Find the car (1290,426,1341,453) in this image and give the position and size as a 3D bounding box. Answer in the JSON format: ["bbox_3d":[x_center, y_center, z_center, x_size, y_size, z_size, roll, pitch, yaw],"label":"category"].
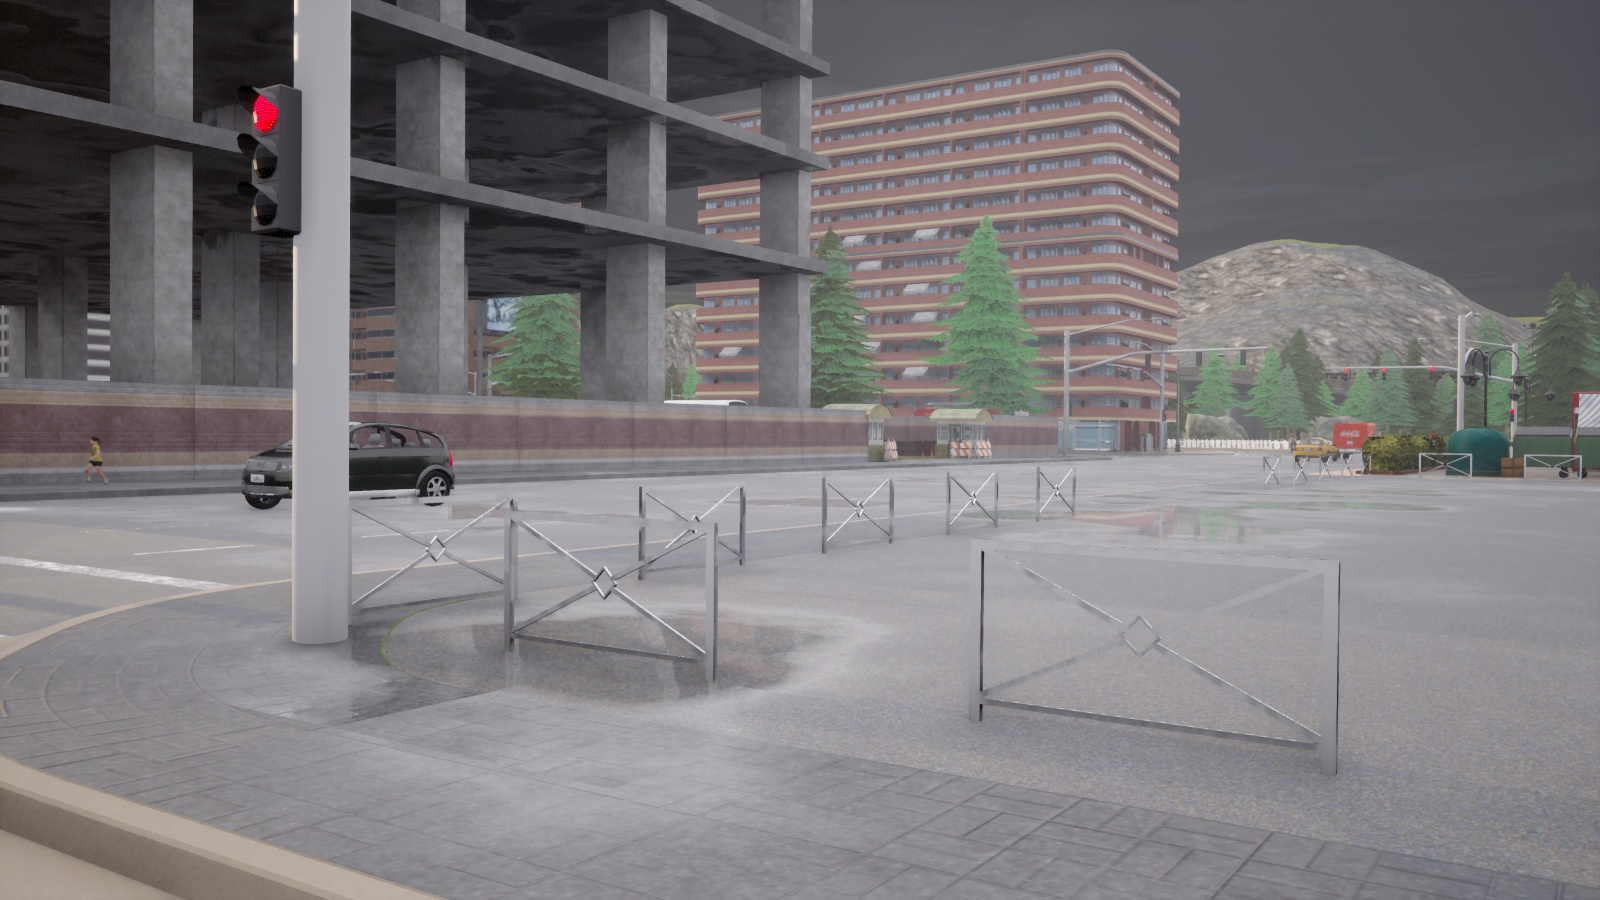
[{"bbox_3d":[30.948,-0.652,75.303,1.801,1.575,5.366,0,1,33],"label":"car"}]

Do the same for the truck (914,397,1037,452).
[{"bbox_3d":[12.721,-1.797,91.465,8.468,3.827,2.891,0,1,34],"label":"truck"}]

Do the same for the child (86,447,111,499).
[{"bbox_3d":[-15.178,0.483,27.169,0.255,1.110,0.394,0,1,34],"label":"child"}]

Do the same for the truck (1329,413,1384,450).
[{"bbox_3d":[38.425,-1.317,86.643,2.627,2.467,5.204,0,1,33],"label":"truck"}]

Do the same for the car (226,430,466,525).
[{"bbox_3d":[-8.052,0.420,22.540,1.789,1.549,3.705,0,1,33],"label":"car"}]
